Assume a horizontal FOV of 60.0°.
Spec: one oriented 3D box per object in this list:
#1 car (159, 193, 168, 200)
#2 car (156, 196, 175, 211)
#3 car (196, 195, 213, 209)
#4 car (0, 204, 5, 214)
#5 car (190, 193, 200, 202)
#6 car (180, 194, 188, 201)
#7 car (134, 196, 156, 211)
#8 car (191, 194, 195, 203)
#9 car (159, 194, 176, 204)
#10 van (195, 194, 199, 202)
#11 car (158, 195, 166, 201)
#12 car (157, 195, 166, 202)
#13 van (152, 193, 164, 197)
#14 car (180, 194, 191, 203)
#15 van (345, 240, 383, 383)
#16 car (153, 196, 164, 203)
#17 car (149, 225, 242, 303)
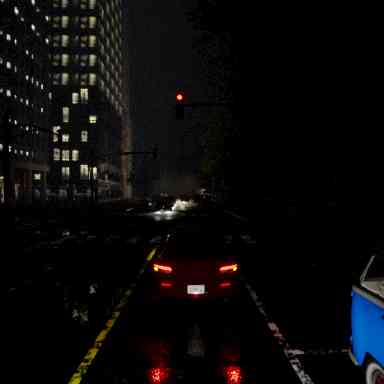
[{"bbox_3d":[-8.092,1.267,95.193,2.192,1.841,5.009,0,0,-3],"label":"car"},{"bbox_3d":[-3.414,1.558,40.429,1.994,1.385,4.181,0,0,-3],"label":"car"},{"bbox_3d":[1.891,1.517,45.859,1.752,1.417,4.829,0,0,-2],"label":"car"},{"bbox_3d":[-18.225,1.382,28.505,4.206,1.307,1.802,1,0,3],"label":"car"},{"bbox_3d":[0.726,1.283,78.943,2.192,1.841,5.009,0,0,-3],"label":"car"},{"bbox_3d":[-1.914,1.277,80.588,1.882,1.535,5.008,0,0,-3],"label":"car"},{"bbox_3d":[-5.839,1.545,39.767,2.008,1.369,4.403,0,0,-1],"label":"car"},{"bbox_3d":[1.173,1.503,68.025,1.752,1.417,4.829,0,0,-2],"label":"car"},{"bbox_3d":[-3.657,1.494,50.465,1.837,1.490,4.892,0,0,-1],"label":"car"},{"bbox_3d":[1.740,1.330,51.231,1.690,1.788,3.998,0,0,-2],"label":"van"},{"bbox_3d":[-7.543,1.545,84.112,1.802,1.307,4.206,0,0,-3],"label":"car"},{"bbox_3d":[-7.290,1.513,78.568,1.887,1.381,4.507,0,0,-2],"label":"car"},{"bbox_3d":[-6.635,1.323,61.938,1.690,1.788,3.998,0,0,-2],"label":"van"},{"bbox_3d":[-1.493,1.563,70.613,1.895,1.301,4.718,0,0,-2],"label":"car"},{"bbox_3d":[2.558,1.341,2.143,1.690,1.788,3.998,0,0,0],"label":"van"},{"bbox_3d":[-6.838,1.523,67.481,1.887,1.381,4.507,0,0,-2],"label":"car"},{"bbox_3d":[0.052,1.526,8.078,1.812,1.442,4.674,0,0,0],"label":"car"}]
